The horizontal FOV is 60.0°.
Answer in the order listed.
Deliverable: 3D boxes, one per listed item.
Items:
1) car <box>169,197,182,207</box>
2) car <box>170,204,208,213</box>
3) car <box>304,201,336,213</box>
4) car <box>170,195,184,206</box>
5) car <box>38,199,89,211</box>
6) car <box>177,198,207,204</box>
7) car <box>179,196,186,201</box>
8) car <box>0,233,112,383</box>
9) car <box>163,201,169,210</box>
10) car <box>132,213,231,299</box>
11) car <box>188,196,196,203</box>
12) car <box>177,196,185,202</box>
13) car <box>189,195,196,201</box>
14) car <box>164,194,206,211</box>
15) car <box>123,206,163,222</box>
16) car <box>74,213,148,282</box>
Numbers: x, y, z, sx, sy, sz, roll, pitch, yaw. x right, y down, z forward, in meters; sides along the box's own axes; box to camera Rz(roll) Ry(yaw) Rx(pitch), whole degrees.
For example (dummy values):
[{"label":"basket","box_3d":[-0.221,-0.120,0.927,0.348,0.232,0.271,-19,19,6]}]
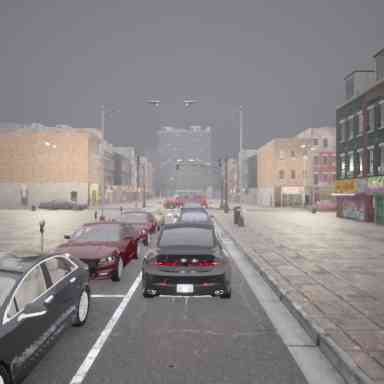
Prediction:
[{"label":"car","box_3d":[-2.599,1.609,52.606,1.752,1.417,4.829,0,0,0]},{"label":"car","box_3d":[0.104,1.536,15.928,1.812,1.442,4.674,0,0,0]},{"label":"car","box_3d":[16.032,1.823,41.000,4.181,1.385,1.994,1,0,0]},{"label":"car","box_3d":[-2.594,1.414,58.220,2.192,1.841,5.009,0,0,0]},{"label":"car","box_3d":[-14.627,1.490,37.948,5.357,1.411,2.033,0,0,2]},{"label":"car","box_3d":[0.041,1.502,26.197,1.882,1.535,5.008,0,0,0]},{"label":"car","box_3d":[-2.573,1.762,90.884,1.887,1.381,4.507,0,0,0]},{"label":"car","box_3d":[-2.630,1.552,4.336,2.008,1.369,4.403,0,0,0]},{"label":"car","box_3d":[-2.619,1.541,20.648,1.752,1.417,4.829,0,0,0]},{"label":"car","box_3d":[-0.071,1.508,8.484,1.837,1.490,4.892,0,0,1]},{"label":"car","box_3d":[0.053,1.688,77.185,1.812,1.442,4.674,0,0,0]},{"label":"car","box_3d":[-2.581,1.699,79.825,1.752,1.417,4.829,0,0,0]},{"label":"car","box_3d":[0.064,1.728,93.696,1.837,1.490,4.892,0,0,0]},{"label":"car","box_3d":[-0.806,1.288,40.927,5.566,2.045,2.150,1,0,0]},{"label":"car","box_3d":[-2.623,1.554,15.325,1.887,1.381,4.507,0,0,0]},{"label":"car","box_3d":[-2.626,1.549,9.830,1.887,1.381,4.507,0,0,0]}]
